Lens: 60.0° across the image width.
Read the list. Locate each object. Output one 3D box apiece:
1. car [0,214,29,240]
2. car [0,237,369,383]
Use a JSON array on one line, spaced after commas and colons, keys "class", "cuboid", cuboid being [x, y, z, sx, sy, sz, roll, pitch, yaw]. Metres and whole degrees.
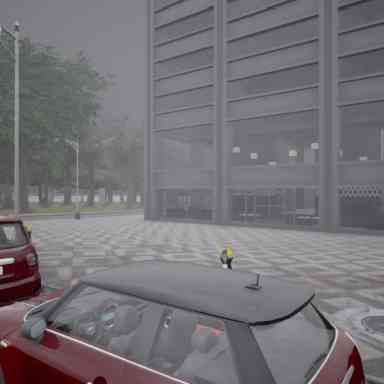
[{"class": "car", "cuboid": [-4.984, 1.315, 6.501, 5.009, 1.841, 2.192, 0, 0, 35]}, {"class": "car", "cuboid": [-0.551, 1.440, 3.351, 4.097, 1.590, 1.967, 0, 0, 35]}]
